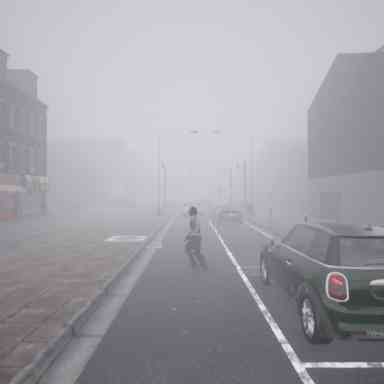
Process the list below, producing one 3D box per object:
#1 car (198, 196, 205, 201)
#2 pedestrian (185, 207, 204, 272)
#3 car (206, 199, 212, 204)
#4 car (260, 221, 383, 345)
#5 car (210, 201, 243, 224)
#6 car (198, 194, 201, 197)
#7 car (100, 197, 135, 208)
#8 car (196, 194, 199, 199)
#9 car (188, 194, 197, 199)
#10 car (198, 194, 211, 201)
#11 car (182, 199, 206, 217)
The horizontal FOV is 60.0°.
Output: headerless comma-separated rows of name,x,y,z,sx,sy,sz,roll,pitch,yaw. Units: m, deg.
car,2.576,1.761,93.101,1.947,1.339,4.313,0,0,0
pedestrian,0.072,1.291,9.368,0.375,1.860,0.375,0,0,0
car,2.621,1.558,29.994,2.008,1.369,4.403,0,0,0
car,2.746,1.349,6.559,2.097,1.767,4.553,0,0,0
car,2.625,1.567,24.318,1.947,1.339,4.313,0,0,0
car,2.597,1.603,64.874,1.752,1.417,4.829,0,0,0
car,-10.458,1.508,46.880,4.892,1.490,1.837,0,-1,2
car,2.588,1.683,76.063,1.947,1.339,4.313,0,0,0
car,-0.058,1.704,88.740,2.033,1.411,5.357,0,0,0
car,2.601,1.606,59.024,1.887,1.381,4.507,0,0,0
car,0.058,1.610,31.285,1.895,1.301,4.718,0,0,0
